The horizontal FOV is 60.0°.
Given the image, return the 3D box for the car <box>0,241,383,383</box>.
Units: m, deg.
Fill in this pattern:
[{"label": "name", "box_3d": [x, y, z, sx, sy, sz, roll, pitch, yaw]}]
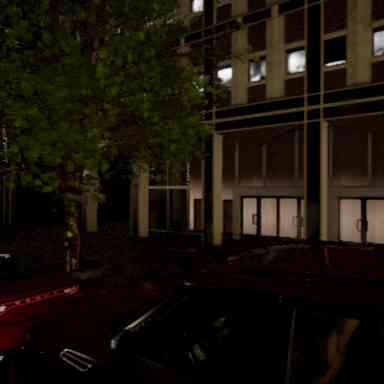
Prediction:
[{"label": "car", "box_3d": [0.782, 1.316, 2.310, 5.009, 1.841, 2.192, 0, 0, 36]}]
